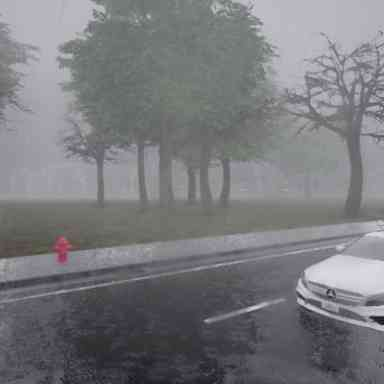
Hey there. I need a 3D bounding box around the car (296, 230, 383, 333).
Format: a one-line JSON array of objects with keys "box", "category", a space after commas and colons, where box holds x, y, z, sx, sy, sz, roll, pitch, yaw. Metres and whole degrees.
[{"box": [4.058, 1.512, 6.525, 4.674, 1.442, 1.812, 0, 0, -35], "category": "car"}]
